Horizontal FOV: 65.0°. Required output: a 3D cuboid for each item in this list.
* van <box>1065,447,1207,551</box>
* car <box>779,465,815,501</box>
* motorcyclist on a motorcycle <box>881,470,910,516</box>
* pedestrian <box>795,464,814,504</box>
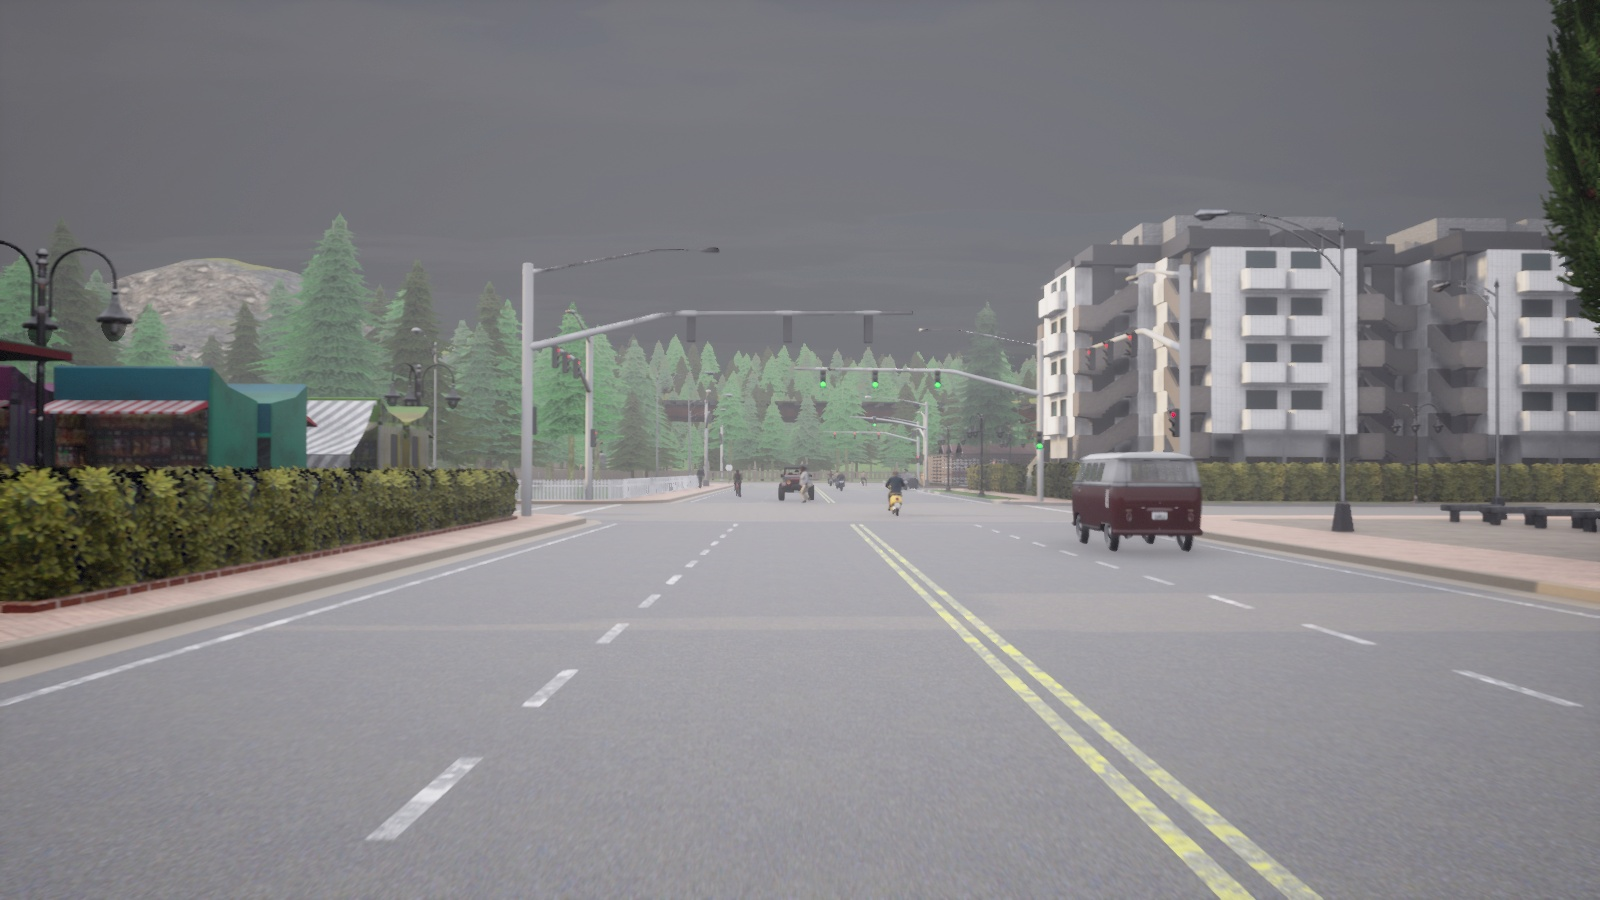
[{"bbox_3d":[6.934,0.982,26.420,1.775,1.987,4.442,0,-1,0],"label":"van"},{"bbox_3d":[-0.165,1.737,67.246,1.905,1.878,3.866,0,-1,0],"label":"car"},{"bbox_3d":[3.391,1.502,44.673,0.866,1.590,1.817,0,-1,0],"label":"motorcyclist on a motorcycle"},{"bbox_3d":[0.214,1.608,59.503,0.900,1.855,0.874,0,-1,-2],"label":"pedestrian"}]
